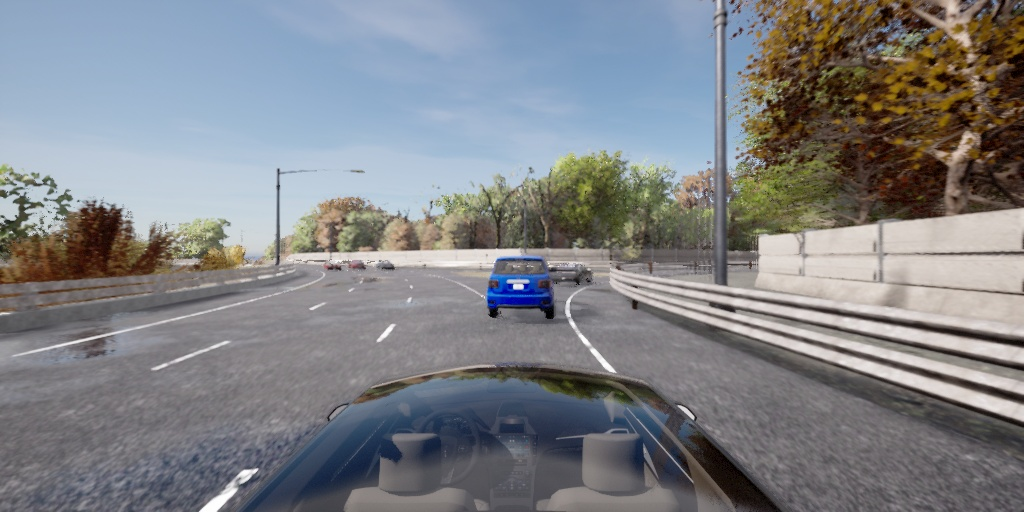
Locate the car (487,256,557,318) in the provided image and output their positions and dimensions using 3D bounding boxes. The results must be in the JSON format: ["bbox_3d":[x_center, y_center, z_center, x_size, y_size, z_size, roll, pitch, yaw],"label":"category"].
[{"bbox_3d":[0.492,1.002,13.359,2.150,2.045,5.566,0,0,7],"label":"car"}]

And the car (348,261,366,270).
[{"bbox_3d":[-23.541,1.406,54.337,1.812,1.442,4.674,0,0,-34],"label":"car"}]

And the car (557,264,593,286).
[{"bbox_3d":[4.501,1.299,25.955,2.128,1.511,4.902,0,0,26],"label":"car"}]

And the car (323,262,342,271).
[{"bbox_3d":[-25.964,1.475,51.746,1.895,1.301,4.718,0,0,-34],"label":"car"}]

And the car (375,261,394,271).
[{"bbox_3d":[-19.203,1.443,54.136,1.994,1.385,4.181,0,0,-34],"label":"car"}]
